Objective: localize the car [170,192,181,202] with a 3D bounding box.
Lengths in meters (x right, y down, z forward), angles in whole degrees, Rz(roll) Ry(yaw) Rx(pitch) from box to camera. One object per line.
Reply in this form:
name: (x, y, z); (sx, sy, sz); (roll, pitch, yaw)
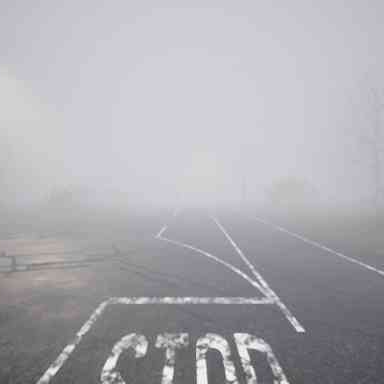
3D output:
car: (-3.384, 1.050, 69.103); (2.150, 2.045, 5.566); (0, 0, 0)
